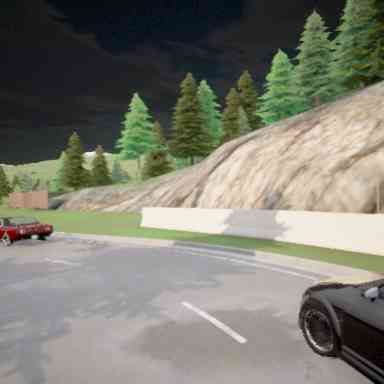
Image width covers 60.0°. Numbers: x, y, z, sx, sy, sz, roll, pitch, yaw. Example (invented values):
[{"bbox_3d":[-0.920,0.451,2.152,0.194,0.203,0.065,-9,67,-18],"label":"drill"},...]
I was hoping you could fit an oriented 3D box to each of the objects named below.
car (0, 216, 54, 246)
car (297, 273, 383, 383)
[{"bbox_3d":[-9.243,1.894,17.064,4.718,1.301,1.895,-2,0,36],"label":"car"},{"bbox_3d":[2.901,1.464,3.478,1.994,1.385,4.181,-2,0,-13],"label":"car"}]
